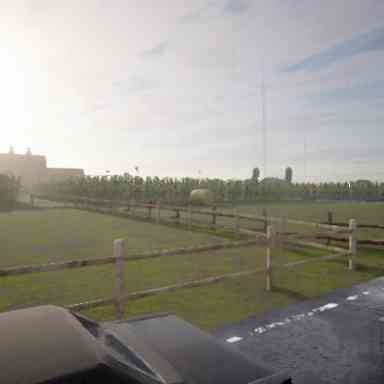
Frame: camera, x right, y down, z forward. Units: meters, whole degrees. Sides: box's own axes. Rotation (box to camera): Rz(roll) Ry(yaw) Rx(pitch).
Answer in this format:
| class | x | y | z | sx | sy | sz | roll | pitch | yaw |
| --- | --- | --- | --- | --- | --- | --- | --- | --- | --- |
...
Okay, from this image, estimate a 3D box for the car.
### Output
| class | x | y | z | sx | sy | sz | roll | pitch | yaw |
| --- | --- | --- | --- | --- | --- | --- | --- | --- | --- |
| car | -1.615 | 1.600 | 1.922 | 4.718 | 1.301 | 1.895 | 0 | 0 | -35 |
